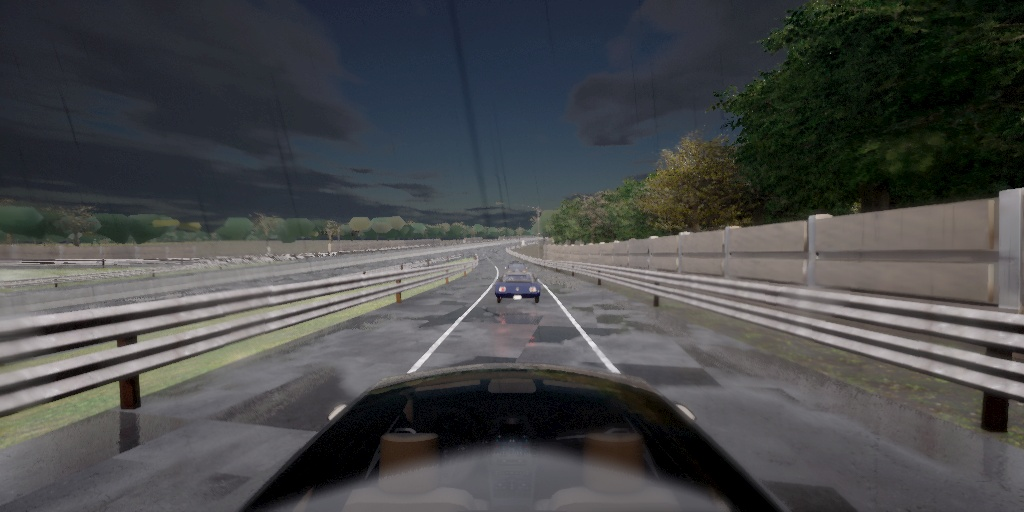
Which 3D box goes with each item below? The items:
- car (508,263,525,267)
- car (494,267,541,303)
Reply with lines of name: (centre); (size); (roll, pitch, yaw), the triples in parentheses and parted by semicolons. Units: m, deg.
car: (0.374, 1.281, 31.493); (2.033, 1.411, 5.357); (0, 0, -1)
car: (0.282, 1.352, 16.442); (1.895, 1.301, 4.718); (0, 0, 1)
